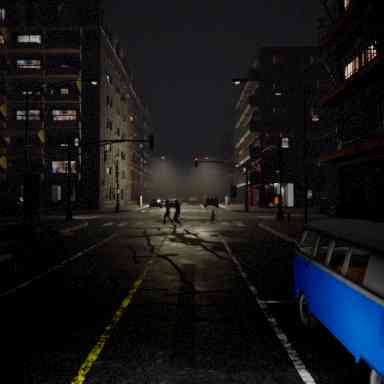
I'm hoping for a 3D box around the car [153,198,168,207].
[{"bbox_3d":[-5.058,1.612,53.609,1.947,1.339,4.313,1,0,0],"label":"car"}]

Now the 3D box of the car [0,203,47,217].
[{"bbox_3d":[-15.866,1.641,30.397,4.718,1.301,1.895,0,-1,0],"label":"car"}]

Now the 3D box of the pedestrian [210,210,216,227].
[{"bbox_3d":[1.387,1.690,21.678,0.500,1.100,0.500,1,-1,0],"label":"pedestrian"}]

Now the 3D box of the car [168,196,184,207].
[{"bbox_3d":[-2.623,1.604,48.305,1.994,1.385,4.181,0,0,1],"label":"car"}]

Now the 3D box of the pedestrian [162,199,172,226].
[{"bbox_3d":[-1.655,1.307,22.302,0.375,1.860,0.375,1,-1,0],"label":"pedestrian"}]

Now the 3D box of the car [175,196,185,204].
[{"bbox_3d":[-2.436,1.646,69.422,1.994,1.385,4.181,0,0,0],"label":"car"}]

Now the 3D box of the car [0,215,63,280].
[{"bbox_3d":[-5.257,1.588,9.968,1.802,1.307,4.206,1,0,0],"label":"car"}]

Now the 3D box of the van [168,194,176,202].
[{"bbox_3d":[-4.929,1.473,81.416,1.690,1.788,3.998,1,0,0],"label":"van"}]

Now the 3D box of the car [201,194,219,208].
[{"bbox_3d":[2.802,1.355,48.058,2.192,1.841,5.009,1,0,0],"label":"car"}]

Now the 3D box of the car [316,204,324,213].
[{"bbox_3d":[14.999,1.494,33.135,5.008,1.535,1.882,0,-1,1],"label":"car"}]

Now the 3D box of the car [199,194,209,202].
[{"bbox_3d":[2.950,1.448,81.416,2.192,1.841,5.009,1,0,0],"label":"car"}]

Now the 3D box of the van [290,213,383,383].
[{"bbox_3d":[2.569,1.343,4.346,1.690,1.788,3.998,1,0,0],"label":"van"}]

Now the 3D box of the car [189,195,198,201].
[{"bbox_3d":[0.400,1.527,88.078,2.128,1.511,4.902,0,0,0],"label":"car"}]

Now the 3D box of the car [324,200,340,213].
[{"bbox_3d":[13.868,1.454,27.726,4.403,1.369,2.008,0,-1,0],"label":"car"}]

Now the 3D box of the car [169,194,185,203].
[{"bbox_3d":[-2.565,1.558,58.341,1.837,1.490,4.892,0,0,0],"label":"car"}]

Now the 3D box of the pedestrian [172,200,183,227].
[{"bbox_3d":[-0.911,1.310,21.098,0.375,1.860,0.375,1,-1,0],"label":"pedestrian"}]

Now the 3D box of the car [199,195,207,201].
[{"bbox_3d":[2.973,1.605,86.980,1.967,1.590,4.097,1,0,0],"label":"car"}]

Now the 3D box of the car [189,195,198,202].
[{"bbox_3d":[0.353,1.583,77.653,1.882,1.535,5.008,0,0,0],"label":"car"}]

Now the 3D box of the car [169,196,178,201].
[{"bbox_3d":[-4.908,1.715,86.980,2.008,1.369,4.403,1,0,0],"label":"car"}]

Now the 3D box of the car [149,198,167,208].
[{"bbox_3d":[-5.083,1.606,48.048,1.947,1.339,4.313,1,0,0],"label":"car"}]
